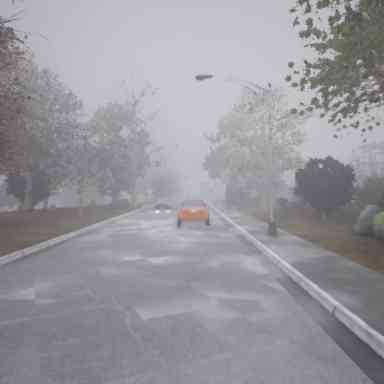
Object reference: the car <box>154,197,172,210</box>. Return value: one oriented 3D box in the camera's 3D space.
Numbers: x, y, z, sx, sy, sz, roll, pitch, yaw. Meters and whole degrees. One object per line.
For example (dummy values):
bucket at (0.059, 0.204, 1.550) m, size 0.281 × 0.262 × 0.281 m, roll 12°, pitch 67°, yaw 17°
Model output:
car at (-3.346, 1.347, 39.622) m, size 2.033 × 1.411 × 5.357 m, roll 0°, pitch 0°, yaw 0°

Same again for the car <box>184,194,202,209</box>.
car at (0.104, 1.139, 41.843) m, size 2.097 × 1.767 × 4.553 m, roll 0°, pitch 0°, yaw 0°

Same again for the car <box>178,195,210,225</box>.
car at (0.103, 1.242, 23.392) m, size 2.097 × 1.767 × 4.553 m, roll 0°, pitch 0°, yaw 0°
